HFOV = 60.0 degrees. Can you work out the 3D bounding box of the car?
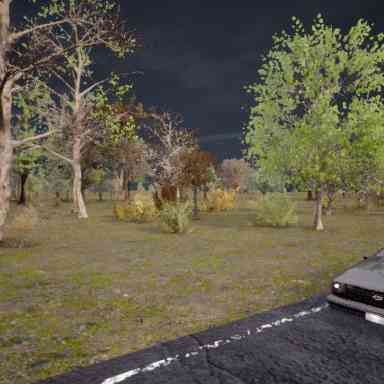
[{"bbox_3d":[4.961,1.547,6.645,5.357,1.411,2.033,0,0,-36],"label":"car"}]
